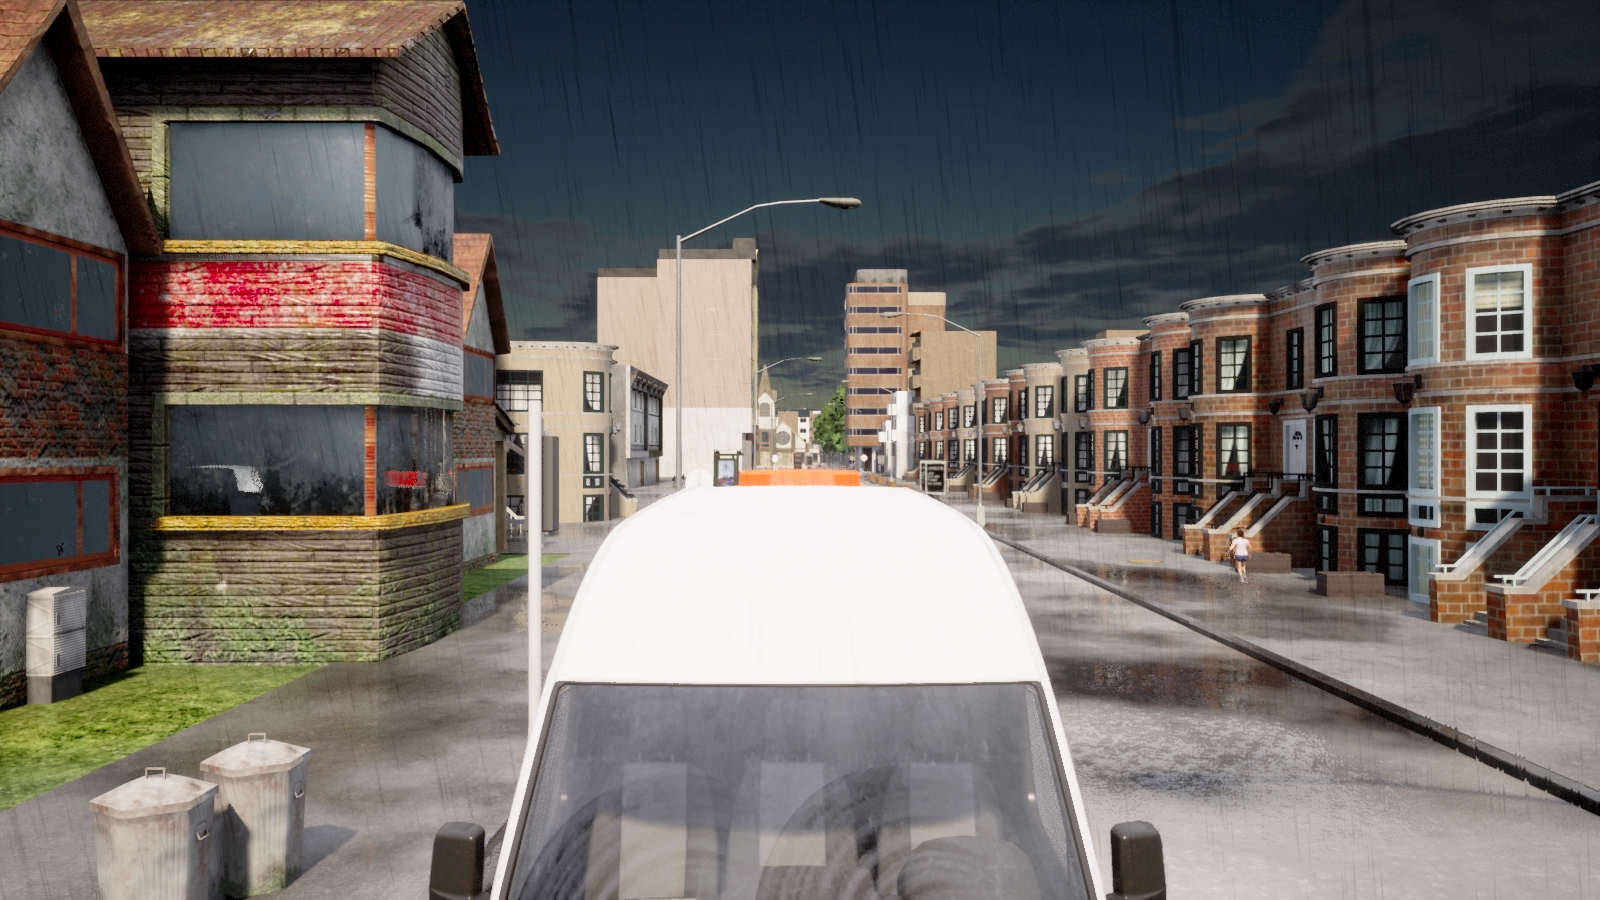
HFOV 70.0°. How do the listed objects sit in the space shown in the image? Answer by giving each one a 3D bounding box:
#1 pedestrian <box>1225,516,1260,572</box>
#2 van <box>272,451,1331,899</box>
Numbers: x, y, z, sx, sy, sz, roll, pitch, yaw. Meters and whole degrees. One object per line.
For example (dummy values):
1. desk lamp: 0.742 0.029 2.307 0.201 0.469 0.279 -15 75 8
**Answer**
1. pedestrian: 9.021 1.904 23.289 0.500 1.100 0.500 0 0 -3
2. van: -0.003 1.312 5.113 1.988 2.561 5.915 0 0 0
